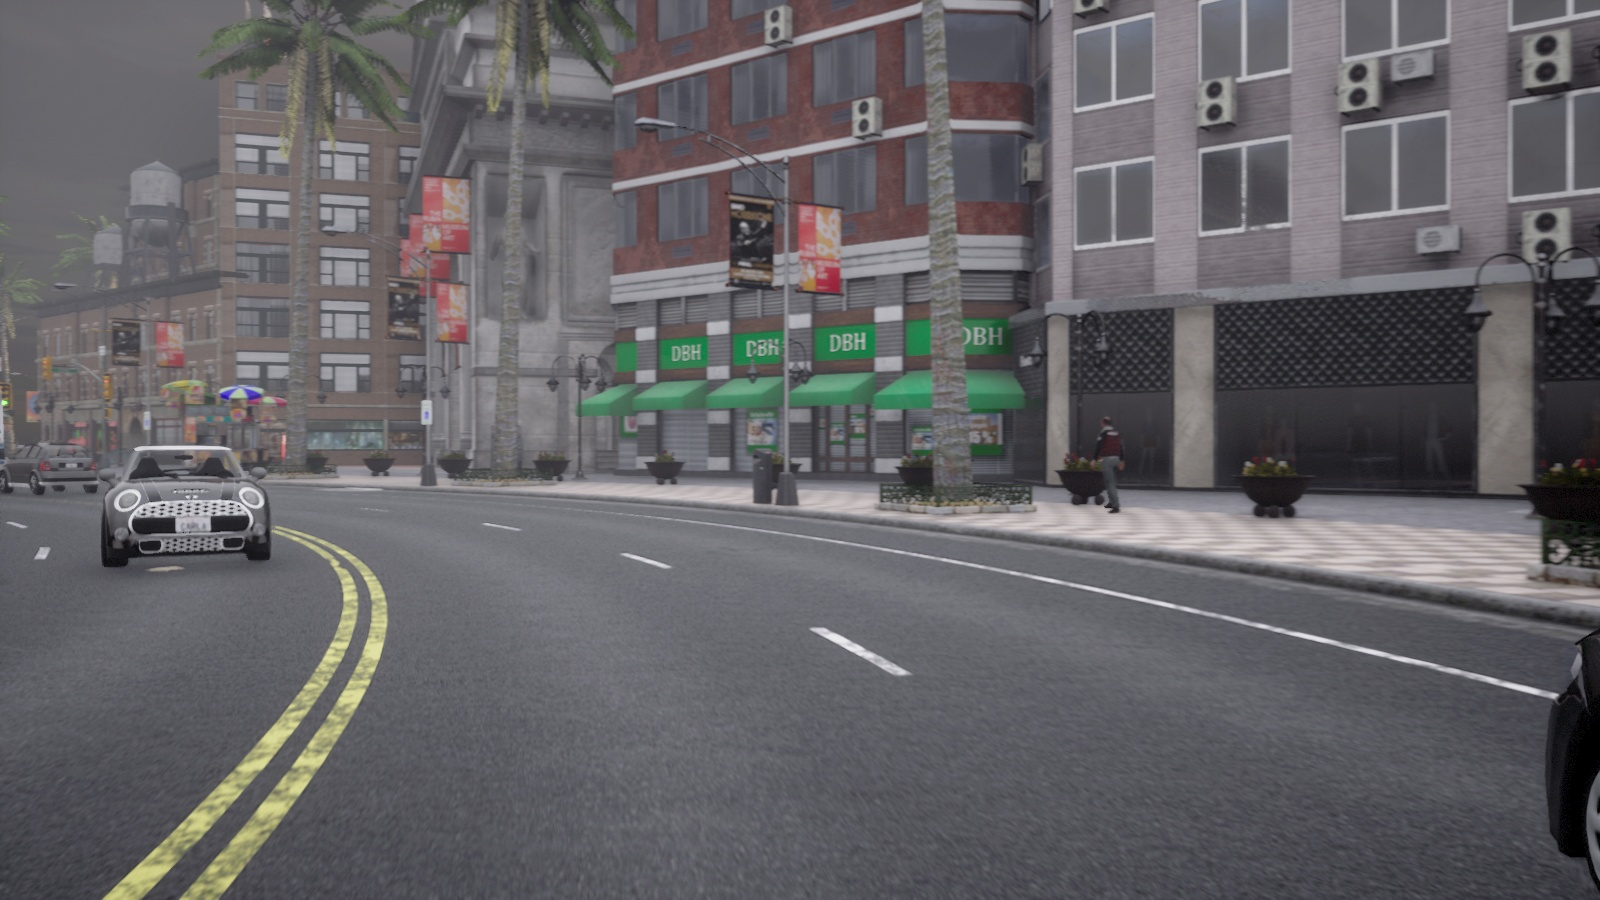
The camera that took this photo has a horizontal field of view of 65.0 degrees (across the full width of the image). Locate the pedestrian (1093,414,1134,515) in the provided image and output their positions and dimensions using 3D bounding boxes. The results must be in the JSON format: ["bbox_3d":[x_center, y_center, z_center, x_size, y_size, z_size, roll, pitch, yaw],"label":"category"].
[{"bbox_3d":[5.841,0.268,23.393,0.376,1.854,0.720,0,0,-25],"label":"pedestrian"}]

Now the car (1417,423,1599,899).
[{"bbox_3d":[3.379,0.689,2.044,2.128,1.511,4.902,0,0,-3],"label":"car"}]

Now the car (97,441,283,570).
[{"bbox_3d":[-8.067,0.623,16.471,1.970,1.475,3.806,0,0,-29],"label":"car"}]

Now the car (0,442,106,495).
[{"bbox_3d":[-22.792,0.521,38.154,3.705,1.549,1.789,0,0,40],"label":"car"}]

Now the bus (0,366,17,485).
[{"bbox_3d":[-33.525,-0.880,47.234,10.273,4.253,3.944,0,0,40],"label":"bus"}]
